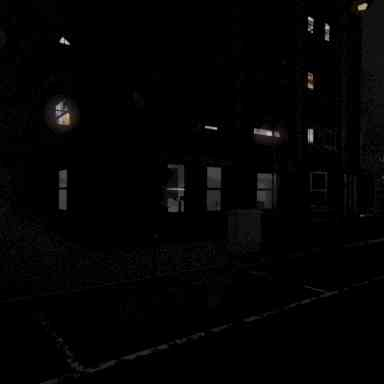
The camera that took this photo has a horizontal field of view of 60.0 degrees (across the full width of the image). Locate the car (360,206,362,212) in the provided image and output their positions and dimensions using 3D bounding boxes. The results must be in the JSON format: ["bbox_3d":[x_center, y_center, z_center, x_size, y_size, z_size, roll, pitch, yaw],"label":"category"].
[{"bbox_3d":[13.193,1.256,31.801,2.033,1.411,5.357,0,1,-37],"label":"car"}]
